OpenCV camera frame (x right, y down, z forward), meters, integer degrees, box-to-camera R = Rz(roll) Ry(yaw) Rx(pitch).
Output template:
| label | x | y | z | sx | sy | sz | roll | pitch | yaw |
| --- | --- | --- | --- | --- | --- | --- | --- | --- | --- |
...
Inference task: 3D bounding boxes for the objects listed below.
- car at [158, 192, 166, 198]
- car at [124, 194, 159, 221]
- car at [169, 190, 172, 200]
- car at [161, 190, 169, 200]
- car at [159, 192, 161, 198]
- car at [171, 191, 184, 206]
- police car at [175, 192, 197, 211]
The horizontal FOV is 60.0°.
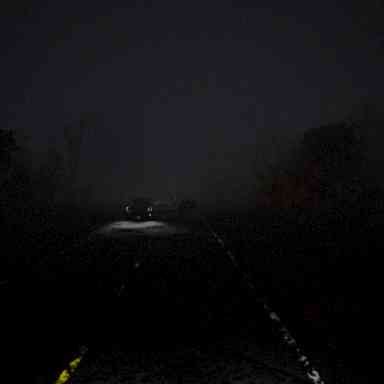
| label | x | y | z | sx | sy | sz | roll | pitch | yaw |
| --- | --- | --- | --- | --- | --- | --- | --- | --- | --- |
| car | -7.834 | 0.766 | 86.526 | 1.837 | 1.490 | 4.892 | 0 | 0 | -11 |
| car | -3.876 | 1.182 | 25.526 | 2.097 | 1.767 | 4.553 | 0 | 0 | -3 |
| car | -2.016 | 0.883 | 52.126 | 2.150 | 2.045 | 5.566 | 0 | 0 | -6 |
| car | -5.160 | 0.634 | 70.074 | 2.150 | 2.045 | 5.566 | 0 | 0 | -8 |
| car | -7.638 | 1.081 | 65.625 | 1.837 | 1.490 | 4.892 | 0 | 0 | -7 |
| car | -1.393 | 1.048 | 46.069 | 2.097 | 1.767 | 4.553 | 0 | 0 | -6 |
| police car | -0.537 | 1.186 | 36.198 | 1.930 | 1.638 | 5.238 | 0 | 0 | -4 |
